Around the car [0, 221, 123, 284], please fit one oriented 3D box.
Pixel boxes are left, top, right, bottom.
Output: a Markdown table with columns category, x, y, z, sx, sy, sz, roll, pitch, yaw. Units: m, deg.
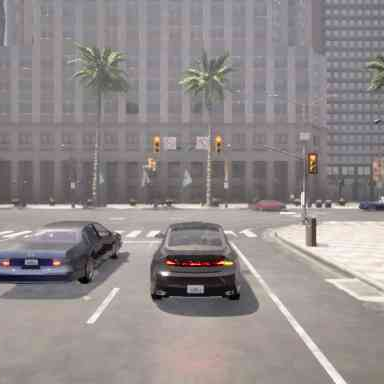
| category | x | y | z | sx | sy | sz | roll | pitch | yaw |
| --- | --- | --- | --- | --- | --- | --- | --- | --- | --- |
| car | -3.421 | 1.547 | 9.618 | 2.033 | 1.411 | 5.357 | 0 | 0 | 0 |

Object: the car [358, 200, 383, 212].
| category | x | y | z | sx | sy | sz | roll | pitch | yaw |
| --- | --- | --- | --- | --- | --- | --- | --- | --- | --- |
| car | 21.948 | 1.601 | 38.488 | 4.718 | 1.301 | 1.895 | 0 | 0 | 0 |

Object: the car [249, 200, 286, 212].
| category | x | y | z | sx | sy | sz | roll | pitch | yaw |
| --- | --- | --- | --- | --- | --- | --- | --- | --- | --- |
| car | 8.674 | 1.564 | 38.528 | 4.181 | 1.385 | 1.994 | 0 | 0 | 0 |

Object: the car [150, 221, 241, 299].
| category | x | y | z | sx | sy | sz | roll | pitch | yaw |
| --- | --- | --- | --- | --- | --- | --- | --- | --- | --- |
| car | 0.076 | 1.505 | 8.424 | 1.837 | 1.490 | 4.892 | 0 | 0 | 0 |
